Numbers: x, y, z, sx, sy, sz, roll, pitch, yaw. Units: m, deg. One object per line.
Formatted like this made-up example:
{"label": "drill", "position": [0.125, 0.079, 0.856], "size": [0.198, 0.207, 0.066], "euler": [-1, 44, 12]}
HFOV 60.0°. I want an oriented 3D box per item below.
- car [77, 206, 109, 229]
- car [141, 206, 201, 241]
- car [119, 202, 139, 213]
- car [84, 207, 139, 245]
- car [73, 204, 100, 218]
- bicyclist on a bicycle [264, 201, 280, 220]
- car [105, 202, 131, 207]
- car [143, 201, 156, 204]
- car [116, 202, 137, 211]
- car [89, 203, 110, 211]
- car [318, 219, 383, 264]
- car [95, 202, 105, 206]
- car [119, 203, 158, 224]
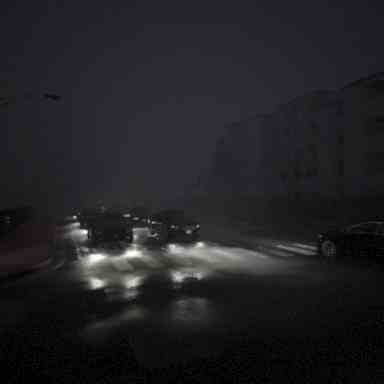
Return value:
{"label": "car", "position": [-7.658, 2.034, 25.992], "size": [1.994, 1.385, 4.181], "euler": [0, -1, -21]}
{"label": "car", "position": [-1.104, 1.782, 18.910], "size": [2.128, 1.511, 4.902], "euler": [0, -1, -23]}
{"label": "car", "position": [-9.454, 2.329, 49.526], "size": [1.837, 1.490, 4.892], "euler": [0, -2, -25]}
{"label": "car", "position": [-4.405, 1.789, 17.607], "size": [1.882, 1.535, 5.008], "euler": [0, -1, -21]}
{"label": "car", "position": [-10.863, 2.227, 34.233], "size": [1.895, 1.301, 4.718], "euler": [0, -1, -21]}
{"label": "bicyclist on a bicycle", "position": [6.863, 1.636, 28.603], "size": [1.656, 1.620, 0.582], "euler": [-1, -1, -21]}
{"label": "car", "position": [-7.806, 1.967, 35.987], "size": [2.097, 1.767, 4.553], "euler": [0, -1, -21]}
{"label": "car", "position": [-6.950, 2.188, 52.147], "size": [2.097, 1.767, 4.553], "euler": [0, -1, -27]}
{"label": "car", "position": [-11.844, 2.574, 60.230], "size": [1.994, 1.385, 4.181], "euler": [0, -1, -38]}
{"label": "car", "position": [-16.868, 2.637, 60.504], "size": [1.994, 1.385, 4.181], "euler": [0, -1, -41]}
{"label": "car", "position": [6.099, 1.575, 10.411], "size": [2.128, 1.511, 4.902], "euler": [0, -1, -21]}
{"label": "car", "position": [-11.419, 2.138, 44.993], "size": [2.097, 1.767, 4.553], "euler": [0, -1, -23]}
{"label": "car", "position": [-4.507, 1.959, 27.543], "size": [1.837, 1.490, 4.892], "euler": [0, -1, -21]}
